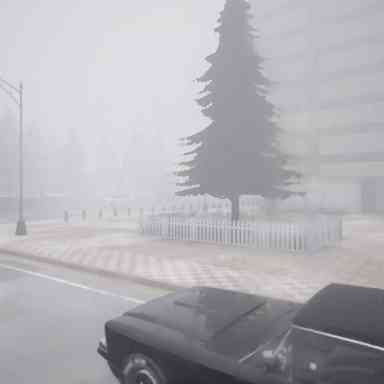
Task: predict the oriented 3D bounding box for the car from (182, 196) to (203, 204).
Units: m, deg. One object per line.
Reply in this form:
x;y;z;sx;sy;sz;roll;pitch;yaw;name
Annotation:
0.071;1.521;62.304;1.882;1.535;5.008;0;0;36;car

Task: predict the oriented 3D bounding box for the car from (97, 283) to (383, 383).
1.290;1.601;3.070;4.718;1.301;1.895;0;0;36;car

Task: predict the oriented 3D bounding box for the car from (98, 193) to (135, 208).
-10.671;1.219;47.575;2.150;2.045;5.566;0;0;36;car
